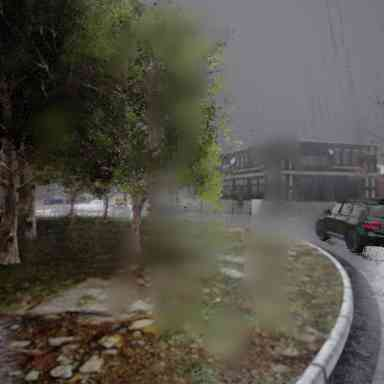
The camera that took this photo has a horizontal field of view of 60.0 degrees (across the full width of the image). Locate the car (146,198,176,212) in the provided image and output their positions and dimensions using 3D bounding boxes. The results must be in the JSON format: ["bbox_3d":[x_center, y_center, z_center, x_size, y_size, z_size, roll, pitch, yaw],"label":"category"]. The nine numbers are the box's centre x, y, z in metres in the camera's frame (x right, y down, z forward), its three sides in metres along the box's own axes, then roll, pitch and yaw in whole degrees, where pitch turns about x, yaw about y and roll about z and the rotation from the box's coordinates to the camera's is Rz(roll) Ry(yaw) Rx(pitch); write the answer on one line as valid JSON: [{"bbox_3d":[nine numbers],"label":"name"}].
[{"bbox_3d":[-3.593,1.711,38.422,2.033,1.411,5.357,0,0,-27],"label":"car"}]

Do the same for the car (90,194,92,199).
[{"bbox_3d":[-28.436,1.384,82.969,5.366,1.575,1.946,0,0,-8],"label":"car"}]

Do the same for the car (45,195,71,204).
[{"bbox_3d":[-25.885,1.397,63.828,4.553,1.767,2.185,0,0,-8],"label":"car"}]

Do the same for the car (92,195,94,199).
[{"bbox_3d":[-29.397,1.339,88.402,5.008,1.535,2.097,0,0,-8],"label":"car"}]

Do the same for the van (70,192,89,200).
[{"bbox_3d":[-28.889,1.137,85.688,4.442,1.987,1.878,0,0,-8],"label":"van"}]

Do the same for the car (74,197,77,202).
[{"bbox_3d":[-26.308,1.510,66.559,5.008,1.535,2.097,0,0,-8],"label":"car"}]

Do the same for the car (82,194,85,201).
[{"bbox_3d":[-27.468,1.458,74.753,4.892,1.521,2.231,0,0,-8],"label":"car"}]

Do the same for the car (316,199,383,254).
[{"bbox_3d":[7.088,1.312,13.938,2.150,2.045,5.566,0,0,2],"label":"car"}]

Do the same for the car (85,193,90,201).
[{"bbox_3d":[-28.260,1.158,80.207,5.566,2.045,2.435,0,0,-8],"label":"car"}]

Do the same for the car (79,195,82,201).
[{"bbox_3d":[-27.043,1.351,72.022,4.553,1.767,2.185,0,0,-8],"label":"car"}]

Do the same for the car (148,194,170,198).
[{"bbox_3d":[-5.734,1.642,64.819,4.792,1.488,2.163,0,0,-8],"label":"car"}]

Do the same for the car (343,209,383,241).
[{"bbox_3d":[10.065,1.678,17.466,1.994,1.385,4.181,0,0,-6],"label":"car"}]

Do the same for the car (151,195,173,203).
[{"bbox_3d":[-6.430,1.468,70.209,4.553,1.767,2.185,0,0,-8],"label":"car"}]

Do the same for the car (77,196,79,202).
[{"bbox_3d":[-26.686,1.534,69.289,4.674,1.452,2.002,0,0,-8],"label":"car"}]

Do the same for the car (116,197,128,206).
[{"bbox_3d":[-12.335,1.597,58.595,1.882,1.535,5.008,0,0,-10],"label":"car"}]
